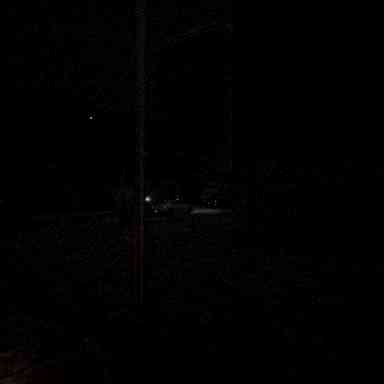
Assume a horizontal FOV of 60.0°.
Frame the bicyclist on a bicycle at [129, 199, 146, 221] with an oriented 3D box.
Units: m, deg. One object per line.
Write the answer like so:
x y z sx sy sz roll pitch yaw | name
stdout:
-3.894 1.267 23.638 1.656 1.620 0.582 0 0 35 | bicyclist on a bicycle

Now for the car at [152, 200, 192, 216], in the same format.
-1.864 1.470 31.521 1.812 1.442 4.674 0 0 36 | car

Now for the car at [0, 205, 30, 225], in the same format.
-12.733 1.525 21.324 1.994 1.385 4.181 0 0 35 | car

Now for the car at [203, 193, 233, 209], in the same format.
3.730 1.136 44.401 2.150 2.045 5.566 0 0 36 | car
